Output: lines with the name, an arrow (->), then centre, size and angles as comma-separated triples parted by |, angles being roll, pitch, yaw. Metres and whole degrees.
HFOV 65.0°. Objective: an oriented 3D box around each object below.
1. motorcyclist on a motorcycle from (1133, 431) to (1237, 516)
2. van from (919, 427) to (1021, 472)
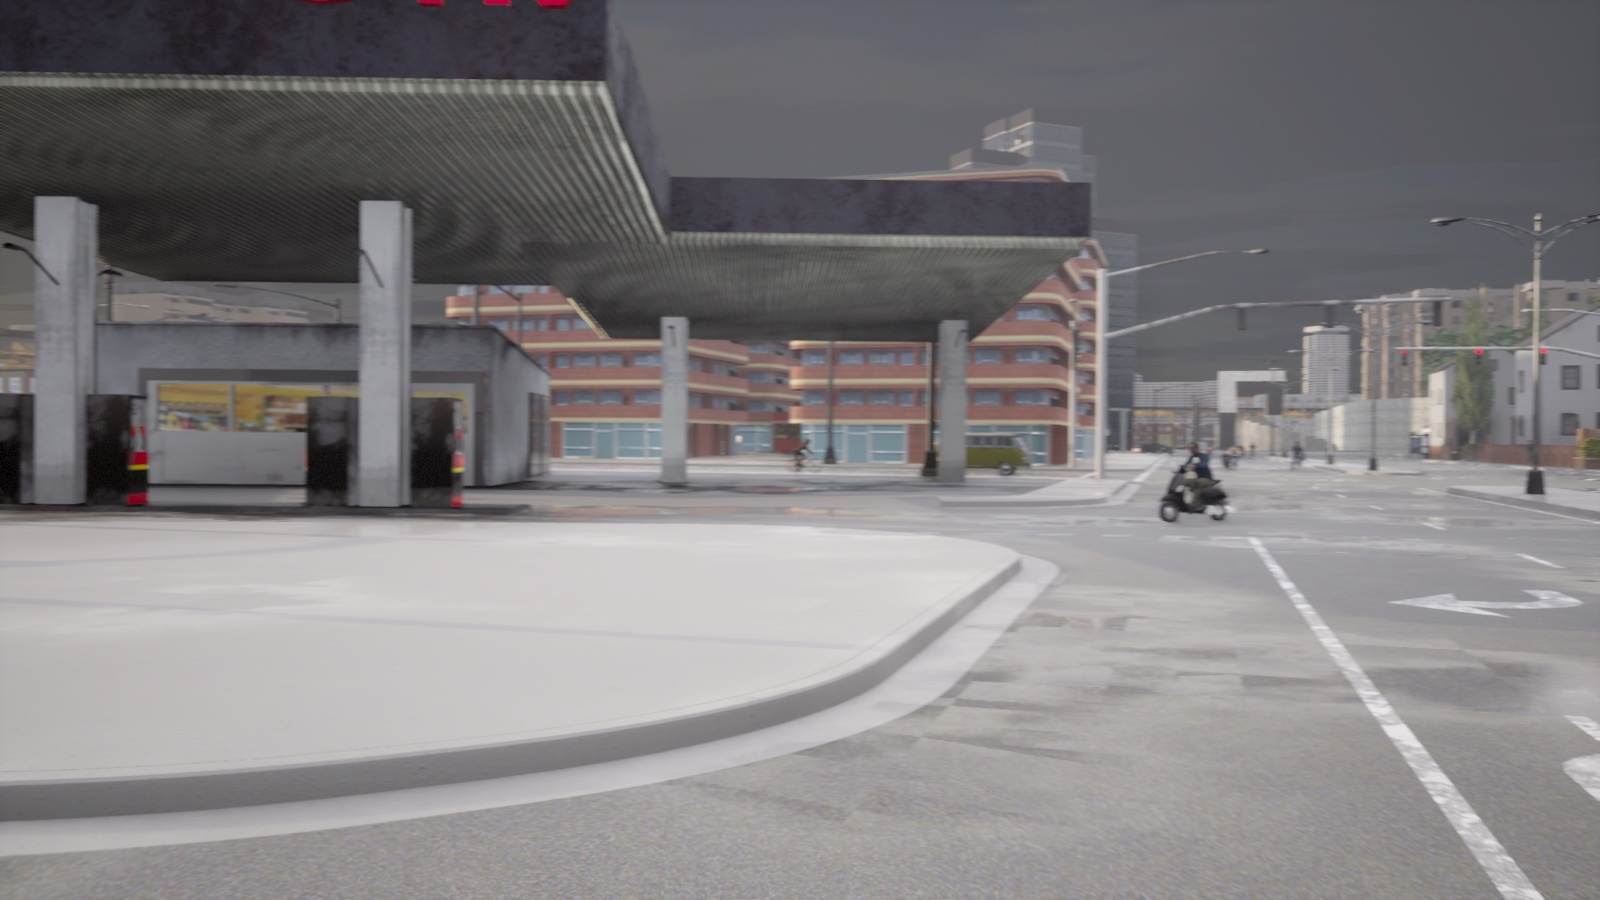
motorcyclist on a motorcycle -> 7.571, 0.460, 24.712 | 1.817, 1.590, 0.866 | -1, -2, -28
van -> 7.859, -0.013, 57.994 | 4.442, 1.987, 1.775 | -1, 0, 15
